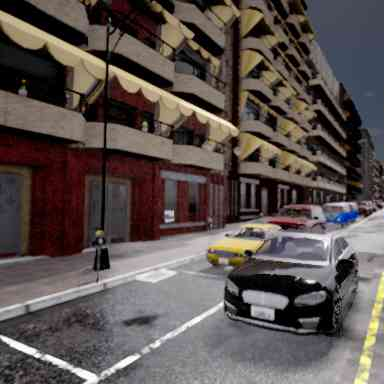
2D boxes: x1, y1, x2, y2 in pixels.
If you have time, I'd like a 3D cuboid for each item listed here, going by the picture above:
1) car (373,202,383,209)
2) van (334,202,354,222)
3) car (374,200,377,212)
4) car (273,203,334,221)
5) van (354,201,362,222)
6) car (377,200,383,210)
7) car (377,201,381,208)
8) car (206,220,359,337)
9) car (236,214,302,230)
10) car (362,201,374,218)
[{"bbox_3d":[40.766,2.910,72.488,1.887,1.381,4.507,1,0,32],"label":"car"},{"bbox_3d":[11.181,1.773,25.773,1.690,1.788,3.998,1,0,32],"label":"van"},{"bbox_3d":[23.018,2.102,44.460,2.192,1.841,5.009,1,0,32],"label":"car"},{"bbox_3d":[5.265,1.582,16.432,2.192,1.841,5.009,1,0,32],"label":"car"},{"bbox_3d":[14.140,1.860,30.447,1.690,1.788,3.998,1,0,32],"label":"van"},{"bbox_3d":[37.813,2.579,67.817,2.192,1.841,5.009,1,0,32],"label":"car"},{"bbox_3d":[28.931,2.537,53.803,1.947,1.339,4.313,1,0,32],"label":"car"},{"bbox_3d":[2.372,1.608,7.127,2.128,1.511,4.902,0,-1,32],"label":"car"},{"bbox_3d":[2.209,1.709,11.616,1.752,1.417,4.829,1,0,32],"label":"car"},{"bbox_3d":[20.059,2.011,39.789,2.192,1.841,5.009,1,0,32],"label":"car"}]
